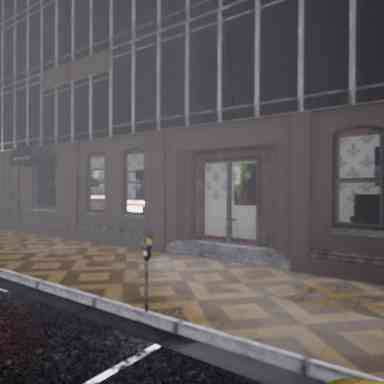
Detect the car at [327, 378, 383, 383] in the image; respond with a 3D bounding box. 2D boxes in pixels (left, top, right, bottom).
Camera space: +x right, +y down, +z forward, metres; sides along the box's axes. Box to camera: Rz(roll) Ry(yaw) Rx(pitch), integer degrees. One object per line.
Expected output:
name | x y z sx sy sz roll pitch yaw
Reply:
car | 2.586 1.537 1.030 4.829 1.417 1.752 0 0 35
